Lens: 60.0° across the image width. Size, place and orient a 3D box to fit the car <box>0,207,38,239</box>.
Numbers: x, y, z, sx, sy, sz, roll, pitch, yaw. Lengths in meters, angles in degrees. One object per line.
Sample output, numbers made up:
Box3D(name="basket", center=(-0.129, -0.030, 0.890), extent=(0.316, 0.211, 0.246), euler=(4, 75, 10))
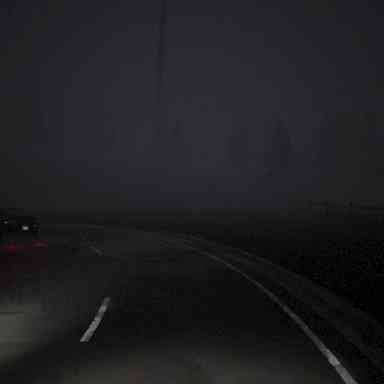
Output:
Box3D(name="car", center=(-9.624, 1.508, 17.030), extent=(4.674, 1.442, 1.812), euler=(0, 0, 39))
